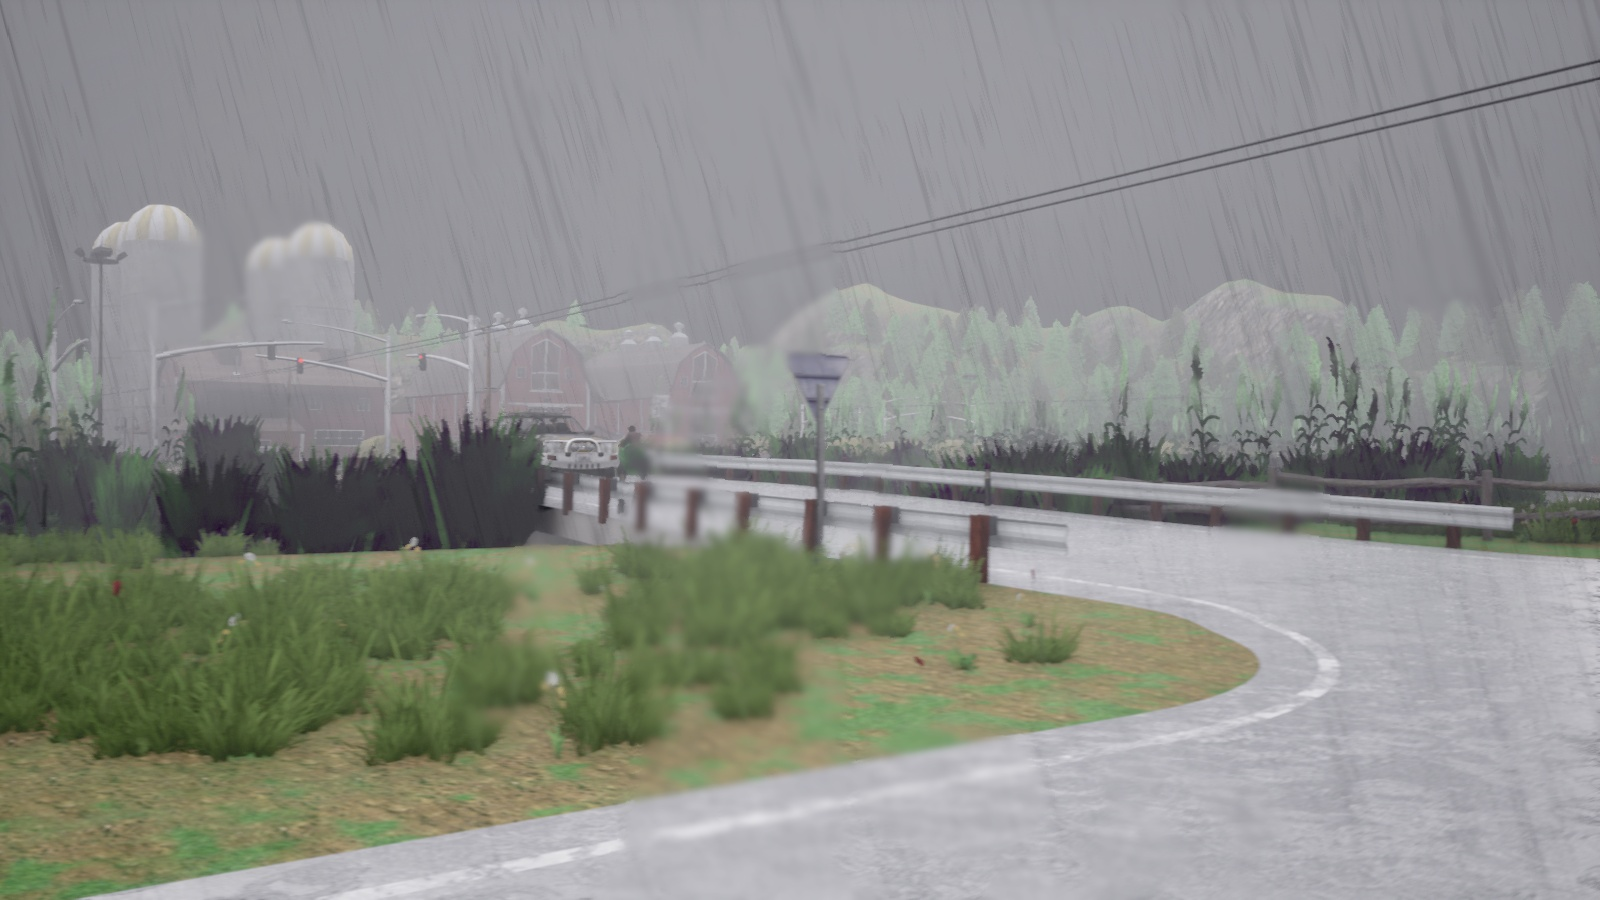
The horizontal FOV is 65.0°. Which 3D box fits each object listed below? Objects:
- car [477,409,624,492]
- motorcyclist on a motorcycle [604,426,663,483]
[{"bbox_3d":[-6.142,-0.032,30.504,1.932,1.855,4.605,0,1,-33],"label":"car"},{"bbox_3d":[-4.600,0.104,34.556,0.797,1.523,2.044,0,0,-33],"label":"motorcyclist on a motorcycle"}]
